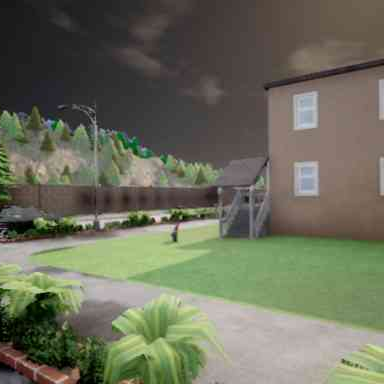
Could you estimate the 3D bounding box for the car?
[{"bbox_3d":[-9.293,1.548,18.600,2.097,1.767,4.553,-1,-1,36],"label":"car"}]
